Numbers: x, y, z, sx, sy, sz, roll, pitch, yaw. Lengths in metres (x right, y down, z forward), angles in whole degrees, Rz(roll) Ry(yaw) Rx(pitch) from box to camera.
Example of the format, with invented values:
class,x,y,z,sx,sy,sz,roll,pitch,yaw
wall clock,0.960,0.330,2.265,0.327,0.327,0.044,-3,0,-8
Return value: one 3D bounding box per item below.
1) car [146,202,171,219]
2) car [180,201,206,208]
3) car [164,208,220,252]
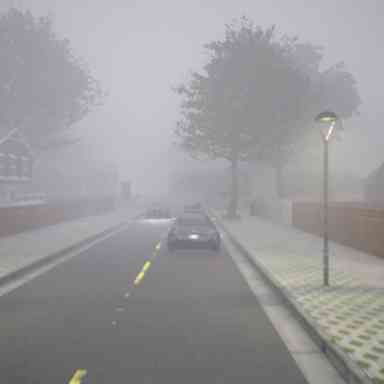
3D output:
class,x,y,z,sx,sy,sz,roll,pitch,yaw
car,-2.829,1.547,29.147,1.994,1.385,4.181,0,0,0
car,0.054,1.489,27.326,1.837,1.490,4.892,0,0,0
car,0.069,1.558,13.765,1.994,1.385,4.181,0,0,0
